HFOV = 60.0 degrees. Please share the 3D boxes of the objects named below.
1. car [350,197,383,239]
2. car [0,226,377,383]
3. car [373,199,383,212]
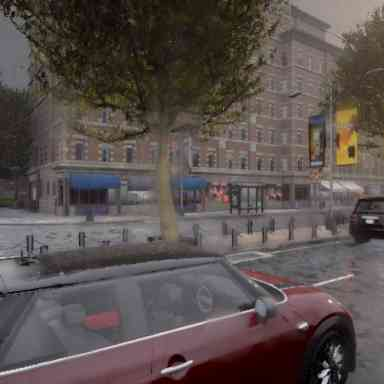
[{"bbox_3d":[9.145,1.225,14.553,5.566,2.045,2.150,0,0,-35],"label":"car"},{"bbox_3d":[-0.245,1.351,3.566,4.553,1.767,2.097,0,0,-36],"label":"car"},{"bbox_3d":[23.582,1.548,39.001,5.357,1.411,2.033,0,0,-36],"label":"car"}]
